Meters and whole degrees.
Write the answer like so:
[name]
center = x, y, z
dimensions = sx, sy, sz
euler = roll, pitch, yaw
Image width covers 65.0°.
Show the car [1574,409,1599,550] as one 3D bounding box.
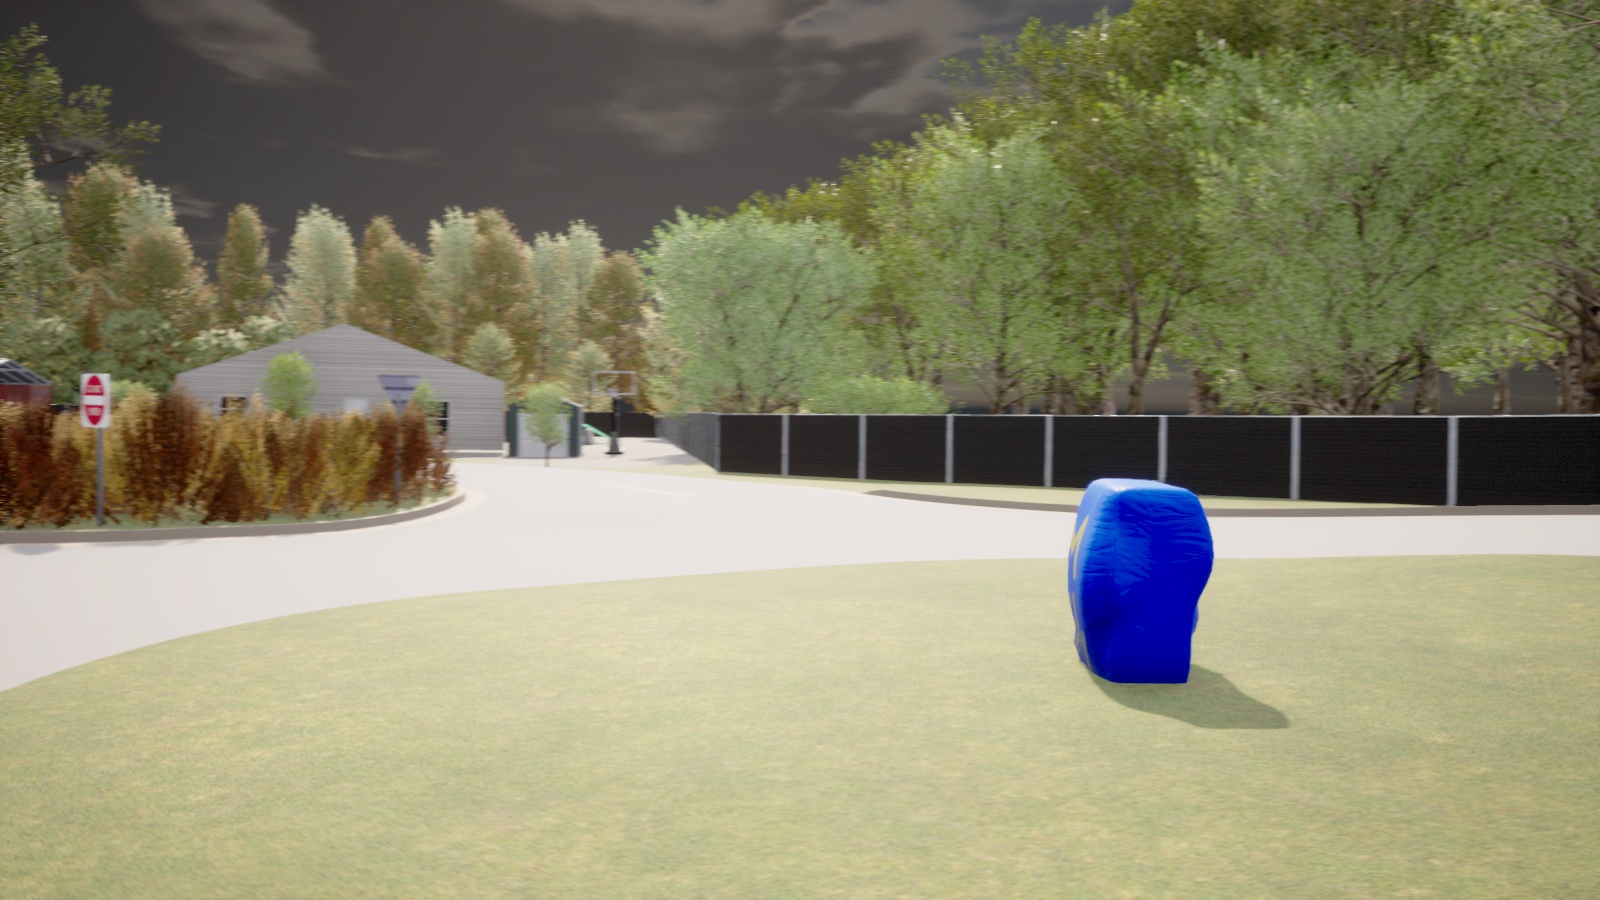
[car]
center = 10.997, 0.391, 13.056
dimensions = 2.033, 1.649, 4.856
euler = -1, 2, -18
